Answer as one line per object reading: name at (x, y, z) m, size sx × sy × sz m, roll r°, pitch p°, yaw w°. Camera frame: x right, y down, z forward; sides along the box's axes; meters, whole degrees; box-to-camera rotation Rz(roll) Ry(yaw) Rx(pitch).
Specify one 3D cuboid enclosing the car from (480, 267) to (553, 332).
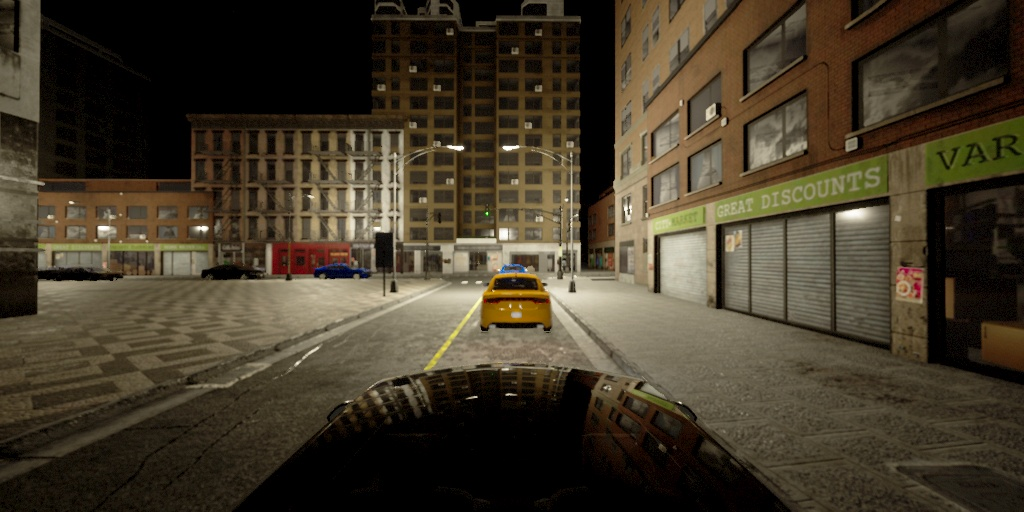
car at (0.113, 1.266, 11.084) m, size 1.882 × 1.535 × 5.008 m, roll 0°, pitch 0°, yaw 0°

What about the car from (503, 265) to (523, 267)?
car at (0.034, 1.315, 24.297) m, size 1.882 × 1.535 × 5.008 m, roll 0°, pitch 0°, yaw -1°

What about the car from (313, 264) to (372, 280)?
car at (-15.474, 1.460, 32.922) m, size 5.008 × 1.535 × 1.882 m, roll 0°, pitch 0°, yaw 0°

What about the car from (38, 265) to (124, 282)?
car at (-38.889, 1.681, 32.662) m, size 5.357 × 1.411 × 2.033 m, roll 0°, pitch 0°, yaw -1°

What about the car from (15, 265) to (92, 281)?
car at (-45.607, 1.687, 35.730) m, size 4.902 × 1.511 × 2.128 m, roll 0°, pitch 0°, yaw 0°

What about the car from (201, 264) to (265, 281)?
car at (-25.452, 1.530, 32.805) m, size 5.008 × 1.535 × 1.882 m, roll 0°, pitch 0°, yaw -1°
